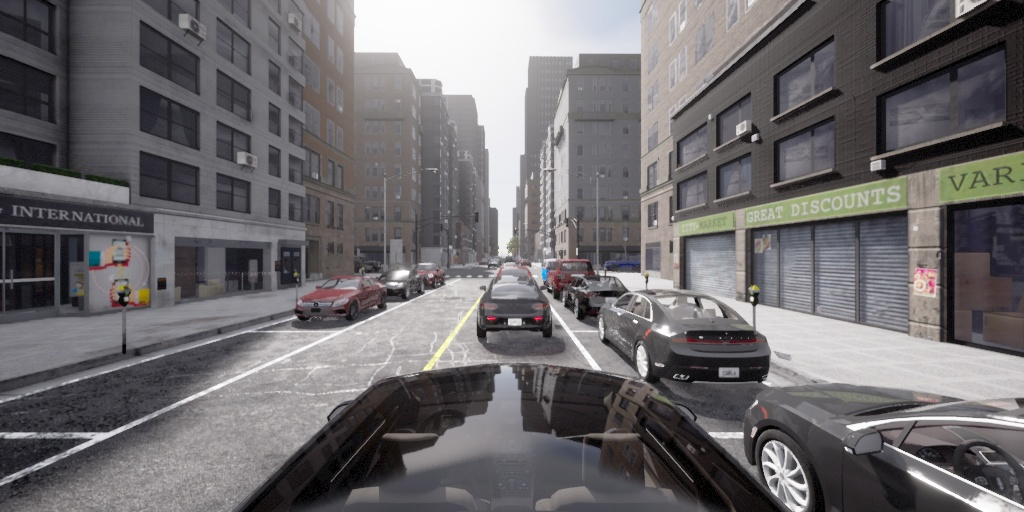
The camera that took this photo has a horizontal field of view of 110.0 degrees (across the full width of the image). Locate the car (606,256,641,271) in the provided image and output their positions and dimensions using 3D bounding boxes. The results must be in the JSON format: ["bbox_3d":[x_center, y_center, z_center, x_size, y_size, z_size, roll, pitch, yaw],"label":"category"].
[{"bbox_3d":[14.858,0.956,47.004,5.566,2.045,2.150,0,0,2],"label":"car"}]

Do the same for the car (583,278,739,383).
[{"bbox_3d":[2.862,1.300,6.906,2.007,1.370,4.403,0,0,0],"label":"car"}]

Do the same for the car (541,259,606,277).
[{"bbox_3d":[2.869,1.063,17.954,2.192,1.841,5.009,0,0,0],"label":"car"}]

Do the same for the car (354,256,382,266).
[{"bbox_3d":[-18.594,0.986,43.409,5.566,2.045,2.150,0,0,0],"label":"car"}]

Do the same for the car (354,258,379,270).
[{"bbox_3d":[-17.962,1.265,40.163,4.892,1.490,1.837,0,0,0],"label":"car"}]

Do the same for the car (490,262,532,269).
[{"bbox_3d":[0.108,1.226,17.490,1.882,1.535,5.008,0,0,0],"label":"car"}]

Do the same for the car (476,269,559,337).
[{"bbox_3d":[0.043,1.275,10.137,1.812,1.442,4.674,0,0,-1],"label":"car"}]

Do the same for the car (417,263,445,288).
[{"bbox_3d":[-5.654,1.188,23.477,1.967,1.591,4.097,0,0,0],"label":"car"}]

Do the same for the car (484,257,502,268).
[{"bbox_3d":[-3.201,1.312,62.001,2.033,1.411,5.357,0,0,-1],"label":"car"}]

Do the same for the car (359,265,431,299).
[{"bbox_3d":[-5.657,1.314,17.952,1.948,1.339,4.313,0,0,0],"label":"car"}]

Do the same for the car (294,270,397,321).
[{"bbox_3d":[-5.661,1.331,12.427,1.802,1.307,4.207,0,0,0],"label":"car"}]

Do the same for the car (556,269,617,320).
[{"bbox_3d":[2.865,1.315,12.430,1.948,1.339,4.313,0,0,0],"label":"car"}]

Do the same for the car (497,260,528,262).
[{"bbox_3d":[0.079,1.253,27.662,1.837,1.490,4.892,0,0,2],"label":"car"}]

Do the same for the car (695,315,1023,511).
[{"bbox_3d":[2.859,1.300,1.383,2.007,1.370,4.403,0,0,0],"label":"car"}]
